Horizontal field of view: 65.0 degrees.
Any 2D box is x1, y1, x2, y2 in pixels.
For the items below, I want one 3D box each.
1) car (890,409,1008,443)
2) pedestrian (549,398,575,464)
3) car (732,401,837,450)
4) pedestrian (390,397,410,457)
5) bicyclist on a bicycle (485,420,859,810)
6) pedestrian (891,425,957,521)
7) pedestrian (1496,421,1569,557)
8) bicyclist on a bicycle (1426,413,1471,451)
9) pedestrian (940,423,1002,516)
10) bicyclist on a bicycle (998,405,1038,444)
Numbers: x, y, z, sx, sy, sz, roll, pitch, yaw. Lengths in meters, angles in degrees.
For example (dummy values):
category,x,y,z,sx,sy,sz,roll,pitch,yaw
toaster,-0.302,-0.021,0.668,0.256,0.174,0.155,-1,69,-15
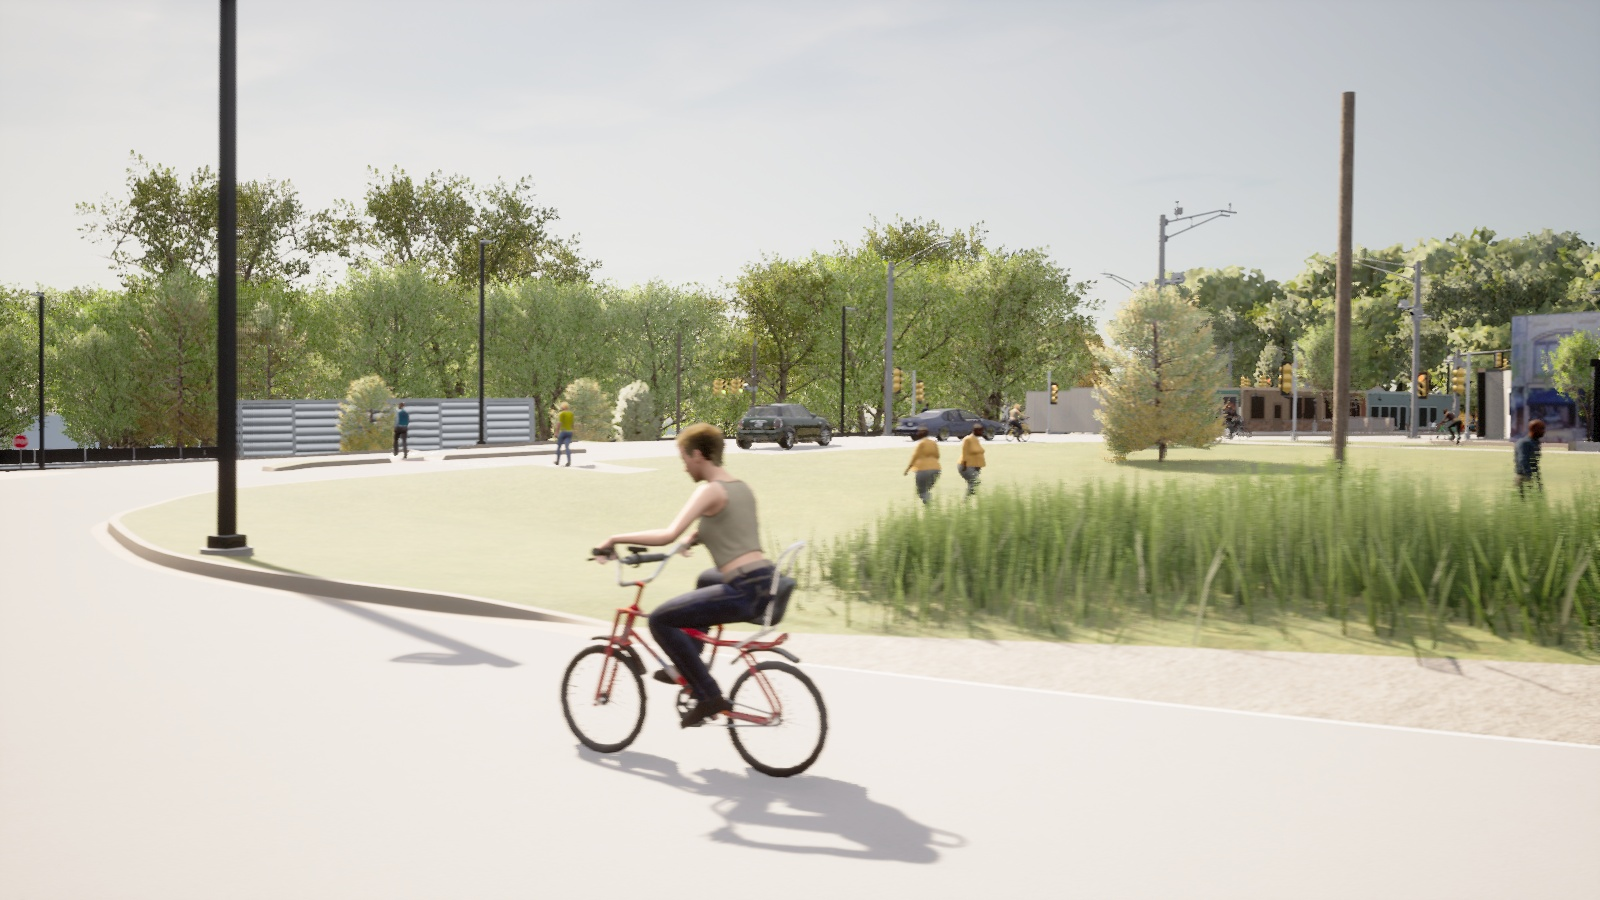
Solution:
category,x,y,z,sx,sy,sz,roll,pitch,yaw
car,6.600,-1.054,55.141,5.357,1.411,2.033,-1,2,-41
pedestrian,-6.701,-0.531,35.319,0.354,1.836,0.706,0,2,-43
car,-0.518,-0.994,48.162,2.097,1.767,4.553,1,3,28
pedestrian,-12.942,-0.751,40.641,0.396,1.930,0.692,0,2,-38
bicyclist on a bicycle,-0.599,0.675,5.913,1.509,1.612,0.866,1,0,27
pedestrian,2.466,0.447,24.988,0.874,1.855,0.900,0,2,-41
pedestrian,10.108,0.522,17.343,0.370,1.835,0.726,0,2,-31
bicyclist on a bicycle,28.358,-0.783,54.927,0.582,1.620,1.656,0,1,-34
pedestrian,3.534,0.381,25.946,0.900,1.855,0.874,2,2,39
bicyclist on a bicycle,9.227,-1.081,53.202,1.509,1.612,0.866,-1,2,-38
